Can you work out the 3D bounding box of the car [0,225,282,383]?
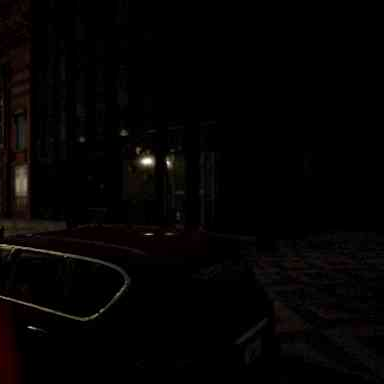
[{"bbox_3d":[-1.464,1.340,3.998,5.009,1.841,2.192,-1,0,35],"label":"car"}]
